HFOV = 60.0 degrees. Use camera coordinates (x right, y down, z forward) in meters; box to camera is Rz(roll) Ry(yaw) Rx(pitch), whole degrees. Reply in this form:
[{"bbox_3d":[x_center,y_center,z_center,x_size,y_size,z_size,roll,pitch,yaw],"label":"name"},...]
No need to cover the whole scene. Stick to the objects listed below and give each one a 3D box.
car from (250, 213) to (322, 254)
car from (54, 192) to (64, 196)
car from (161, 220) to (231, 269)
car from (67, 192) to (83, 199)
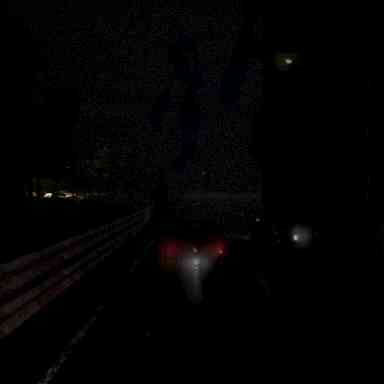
[{"bbox_3d":[3.592,1.538,13.377,1.994,1.385,4.181,0,0,0],"label":"car"},{"bbox_3d":[-34.064,0.664,84.023,1.895,1.301,4.718,0,2,-39],"label":"car"},{"bbox_3d":[0.086,1.580,11.059,1.895,1.301,4.718,0,0,0],"label":"car"},{"bbox_3d":[-26.903,0.731,76.610,4.553,1.767,2.097,1,1,44],"label":"car"}]
